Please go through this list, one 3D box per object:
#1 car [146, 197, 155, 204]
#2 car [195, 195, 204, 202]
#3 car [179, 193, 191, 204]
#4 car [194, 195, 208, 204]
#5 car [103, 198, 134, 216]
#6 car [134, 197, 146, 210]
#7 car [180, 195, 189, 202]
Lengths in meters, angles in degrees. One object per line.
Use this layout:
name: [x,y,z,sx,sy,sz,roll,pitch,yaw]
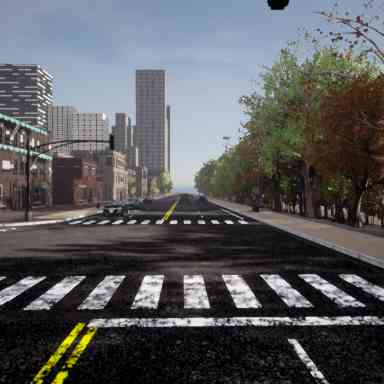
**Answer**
car: [-7.965,1.578,60.564,1.895,1.301,4.718,0,0,-1]
car: [1.555,1.471,72.970,1.837,1.490,4.892,0,0,-1]
car: [-1.376,1.197,63.643,2.150,2.045,5.566,0,0,-1]
car: [1.891,1.454,62.864,1.882,1.535,5.008,0,0,-1]
car: [-7.350,1.481,32.609,2.128,1.511,4.902,0,0,-1]
car: [-7.606,1.532,43.134,2.033,1.411,5.357,0,0,-2]
car: [-1.703,1.448,74.225,1.882,1.535,5.008,0,0,-1]
